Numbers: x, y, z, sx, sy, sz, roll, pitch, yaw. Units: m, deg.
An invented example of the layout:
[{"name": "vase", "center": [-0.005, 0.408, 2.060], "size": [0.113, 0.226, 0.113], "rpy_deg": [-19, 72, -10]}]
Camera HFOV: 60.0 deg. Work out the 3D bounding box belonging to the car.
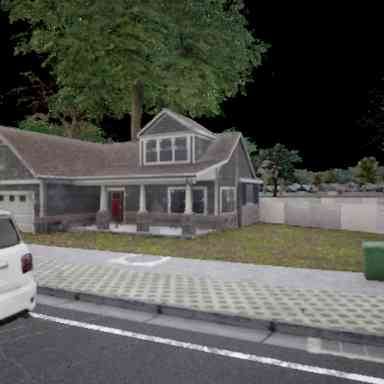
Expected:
[{"name": "car", "center": [-5.097, 1.232, 5.369], "size": [5.566, 2.045, 2.150], "rpy_deg": [0, 0, 24]}]
